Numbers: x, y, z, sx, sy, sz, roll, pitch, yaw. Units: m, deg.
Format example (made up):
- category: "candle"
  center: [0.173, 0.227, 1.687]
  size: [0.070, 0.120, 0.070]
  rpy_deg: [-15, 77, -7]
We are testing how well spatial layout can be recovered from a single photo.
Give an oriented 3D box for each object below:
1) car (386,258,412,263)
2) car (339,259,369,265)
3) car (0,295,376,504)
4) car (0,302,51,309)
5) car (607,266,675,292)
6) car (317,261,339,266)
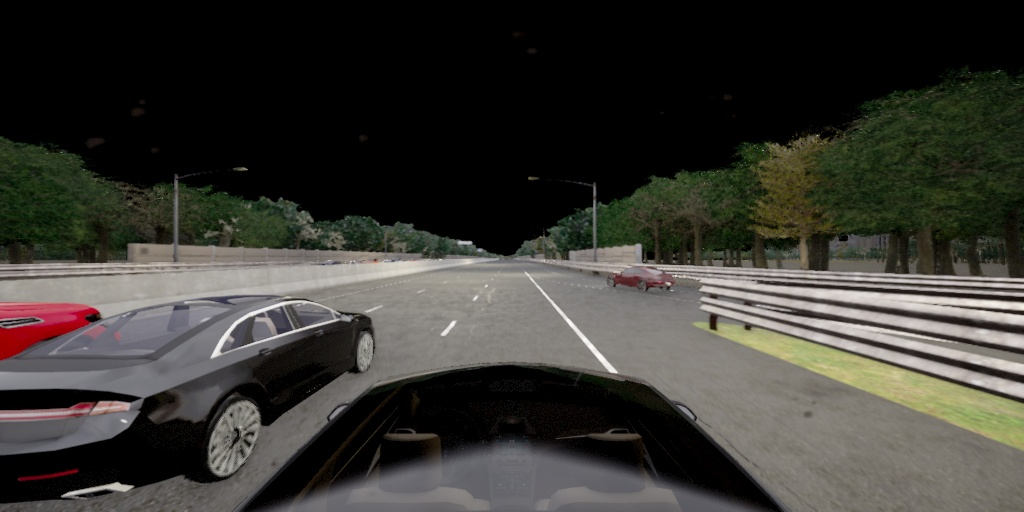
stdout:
- category: "car"
  center: [-17.578, 1.423, 56.001]
  size: [1.812, 1.442, 4.674]
  rpy_deg: [0, 0, 0]
- category: "car"
  center: [-24.564, 1.497, 55.931]
  size: [1.895, 1.301, 4.718]
  rpy_deg: [0, 0, 1]
- category: "car"
  center: [-3.400, 1.246, 4.641]
  size: [2.128, 1.511, 4.902]
  rpy_deg: [0, 0, 0]
- category: "car"
  center: [-6.900, 0.973, 2.888]
  size: [2.150, 2.045, 5.566]
  rpy_deg: [0, 0, 0]
- category: "car"
  center: [7.823, 1.357, 22.080]
  size: [1.812, 1.442, 4.674]
  rpy_deg: [1, 0, -22]
- category: "car"
  center: [-28.053, 1.443, 55.604]
  size: [2.033, 1.411, 5.357]
  rpy_deg: [0, 0, 1]
